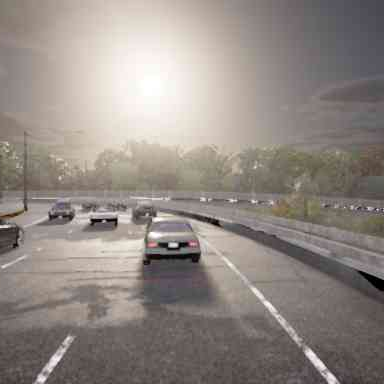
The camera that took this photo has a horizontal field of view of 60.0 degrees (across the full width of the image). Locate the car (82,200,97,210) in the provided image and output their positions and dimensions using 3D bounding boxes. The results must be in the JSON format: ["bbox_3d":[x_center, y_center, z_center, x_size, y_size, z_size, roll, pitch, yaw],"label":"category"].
[{"bbox_3d":[-14.257,1.828,46.586,1.895,1.301,4.718,0,0,-26],"label":"car"}]

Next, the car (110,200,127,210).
[{"bbox_3d":[-10.696,1.815,47.241,1.895,1.301,4.718,0,0,-25],"label":"car"}]

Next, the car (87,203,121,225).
[{"bbox_3d":[-6.551,1.718,24.992,1.895,1.301,4.718,0,0,-13],"label":"car"}]

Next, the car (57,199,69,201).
[{"bbox_3d":[-17.816,1.717,45.829,1.882,1.535,5.008,0,0,-25],"label":"car"}]

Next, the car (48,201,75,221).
[{"bbox_3d":[-11.294,1.753,29.100,1.895,1.301,4.718,0,0,-16],"label":"car"}]

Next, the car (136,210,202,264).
[{"bbox_3d":[-0.849,1.595,12.109,2.033,1.411,5.357,0,0,-7],"label":"car"}]

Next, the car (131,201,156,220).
[{"bbox_3d":[-4.362,1.631,30.100,1.837,1.490,4.892,0,0,-15],"label":"car"}]

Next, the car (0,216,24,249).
[{"bbox_3d":[-7.989,1.583,12.508,1.837,1.490,4.892,0,0,-7],"label":"car"}]
